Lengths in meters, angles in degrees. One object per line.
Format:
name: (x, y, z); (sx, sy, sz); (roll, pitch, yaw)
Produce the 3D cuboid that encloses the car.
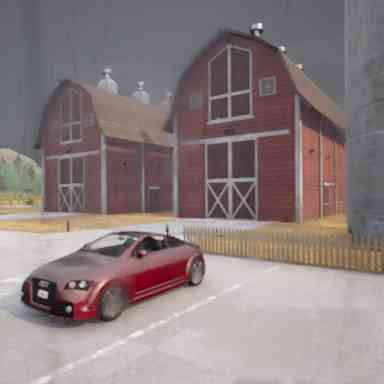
car: (-1.467, 1.600, 7.446); (1.994, 1.381, 4.181); (-1, 0, 35)
